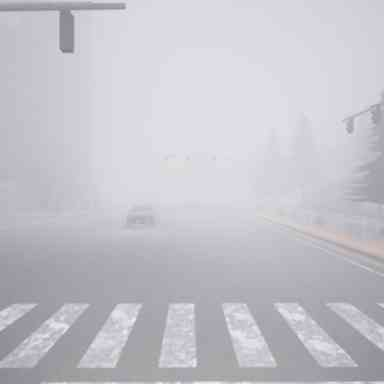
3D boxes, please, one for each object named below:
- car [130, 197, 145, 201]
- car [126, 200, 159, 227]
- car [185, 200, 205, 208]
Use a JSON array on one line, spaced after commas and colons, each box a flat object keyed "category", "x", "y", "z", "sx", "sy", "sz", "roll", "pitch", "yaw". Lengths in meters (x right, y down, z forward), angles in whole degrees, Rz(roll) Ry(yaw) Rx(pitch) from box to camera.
[{"category": "car", "x": -12.045, "y": 1.856, "z": 74.515, "sx": 1.812, "sy": 1.442, "sz": 4.674, "roll": 0, "pitch": 0, "yaw": -43}, {"category": "car", "x": -3.514, "y": 1.622, "z": 24.228, "sx": 1.882, "sy": 1.535, "sz": 5.008, "roll": 0, "pitch": 0, "yaw": 0}, {"category": "car", "x": 0.453, "y": 1.847, "z": 52.702, "sx": 1.895, "sy": 1.301, "sz": 4.718, "roll": 0, "pitch": 0, "yaw": -21}]
